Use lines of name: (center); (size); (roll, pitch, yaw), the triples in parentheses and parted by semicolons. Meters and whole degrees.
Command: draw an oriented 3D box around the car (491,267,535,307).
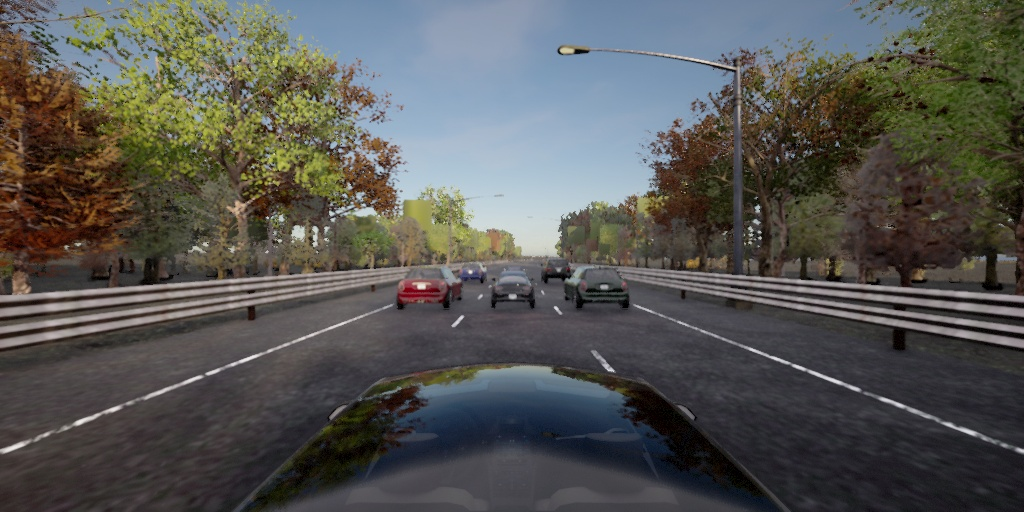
car: (0.053, 1.411, 16.135); (1.812, 1.442, 4.674); (0, 0, 1)

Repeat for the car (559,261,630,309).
car: (3.549, 1.233, 15.824); (2.097, 1.767, 4.553); (0, -1, 0)

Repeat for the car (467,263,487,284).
car: (-3.298, 1.373, 30.847); (2.097, 1.767, 4.553); (0, -1, 1)

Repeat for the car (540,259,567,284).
car: (3.699, 1.239, 30.712); (2.150, 2.045, 5.566); (0, 0, 1)

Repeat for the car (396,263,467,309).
car: (-3.451, 1.233, 15.867); (2.097, 1.767, 4.553); (0, -1, 0)
